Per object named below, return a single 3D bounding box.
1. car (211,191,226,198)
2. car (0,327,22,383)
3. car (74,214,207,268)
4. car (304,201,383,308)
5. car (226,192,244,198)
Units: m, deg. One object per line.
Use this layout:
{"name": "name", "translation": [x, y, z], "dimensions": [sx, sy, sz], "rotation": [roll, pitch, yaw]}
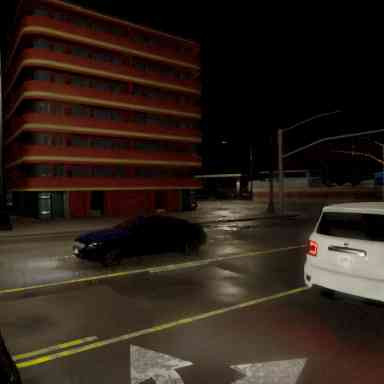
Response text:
{"name": "car", "translation": [7.393, 0.671, 89.321], "dimensions": [4.611, 1.667, 2.242], "rotation": [-1, 1, -35]}
{"name": "car", "translation": [-3.674, 1.222, 1.131], "dimensions": [5.566, 2.045, 2.150], "rotation": [0, 0, -35]}
{"name": "car", "translation": [-1.602, 1.524, 11.427], "dimensions": [4.674, 1.442, 1.812], "rotation": [0, 0, -35]}
{"name": "car", "translation": [4.767, 1.218, 7.130], "dimensions": [5.566, 2.045, 2.150], "rotation": [0, 0, -35]}
{"name": "car", "translation": [11.360, 0.818, 85.096], "dimensions": [3.806, 1.475, 1.970], "rotation": [-1, 1, -35]}
